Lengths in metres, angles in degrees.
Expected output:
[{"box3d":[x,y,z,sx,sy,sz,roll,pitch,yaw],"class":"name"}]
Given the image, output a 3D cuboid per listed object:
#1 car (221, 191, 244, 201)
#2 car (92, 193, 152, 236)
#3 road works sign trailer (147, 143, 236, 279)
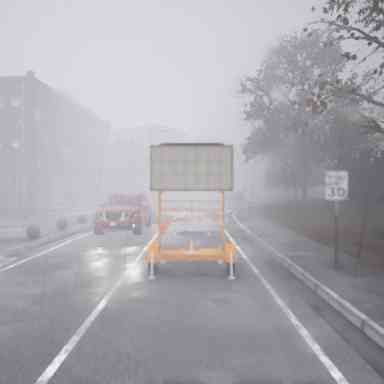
[{"box3d":[7.080,0.664,58.264,4.553,1.767,2.097,-2,1,-43],"class":"car"},{"box3d":[-3.488,1.063,17.688,2.150,2.045,5.566,0,0,2],"class":"car"},{"box3d":[-0.009,0.377,9.704,2.380,3.560,2.880,0,1,0],"class":"road works sign trailer"}]
